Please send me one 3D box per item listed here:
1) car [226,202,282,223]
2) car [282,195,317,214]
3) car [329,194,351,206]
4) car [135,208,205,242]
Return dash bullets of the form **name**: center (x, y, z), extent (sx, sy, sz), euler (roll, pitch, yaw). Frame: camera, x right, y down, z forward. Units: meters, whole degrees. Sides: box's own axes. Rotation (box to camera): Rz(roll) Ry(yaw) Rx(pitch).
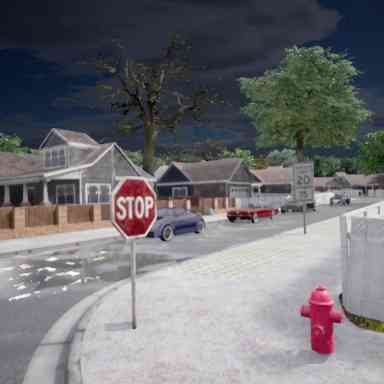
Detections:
- **car**: center (4.239, 1.362, 22.966), extent (1.895, 1.301, 4.718), euler (-2, -1, 36)
- **car**: center (9.790, 1.002, 30.505), extent (2.097, 1.767, 4.553), euler (-2, -1, 37)
- **car**: center (19.260, 0.979, 43.203), extent (2.128, 1.511, 4.902), euler (-2, -1, 36)
- **car**: center (-1.130, 1.438, 15.710), extent (1.994, 1.385, 4.181), euler (-2, -1, 34)
